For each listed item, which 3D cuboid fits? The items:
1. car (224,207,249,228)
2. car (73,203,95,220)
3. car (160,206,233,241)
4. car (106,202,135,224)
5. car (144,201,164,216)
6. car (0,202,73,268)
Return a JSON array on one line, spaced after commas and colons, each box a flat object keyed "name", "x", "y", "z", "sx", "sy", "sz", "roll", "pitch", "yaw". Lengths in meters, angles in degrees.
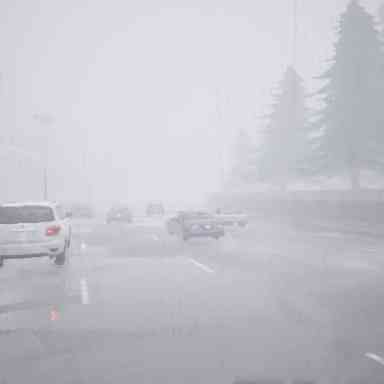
[{"name": "car", "x": 2.117, "y": 1.710, "z": 22.935, "sx": 1.895, "sy": 1.301, "sz": 4.718, "roll": -1, "pitch": 0, "yaw": -15}, {"name": "car", "x": -10.459, "y": 1.815, "z": 31.774, "sx": 2.128, "sy": 1.511, "sz": 4.902, "roll": -1, "pitch": 0, "yaw": -10}, {"name": "car", "x": -0.003, "y": 1.650, "z": 17.384, "sx": 2.033, "sy": 1.411, "sz": 5.357, "roll": -1, "pitch": 0, "yaw": -16}, {"name": "car", "x": -6.080, "y": 1.806, "z": 27.597, "sx": 1.994, "sy": 1.385, "sz": 4.181, "roll": -1, "pitch": 0, "yaw": -13}, {"name": "car", "x": -4.034, "y": 1.757, "z": 35.832, "sx": 2.128, "sy": 1.511, "sz": 4.902, "roll": -1, "pitch": 0, "yaw": -9}, {"name": "car", "x": -5.689, "y": 1.365, "z": 12.130, "sx": 2.150, "sy": 2.045, "sz": 5.566, "roll": -1, "pitch": 0, "yaw": -18}]
